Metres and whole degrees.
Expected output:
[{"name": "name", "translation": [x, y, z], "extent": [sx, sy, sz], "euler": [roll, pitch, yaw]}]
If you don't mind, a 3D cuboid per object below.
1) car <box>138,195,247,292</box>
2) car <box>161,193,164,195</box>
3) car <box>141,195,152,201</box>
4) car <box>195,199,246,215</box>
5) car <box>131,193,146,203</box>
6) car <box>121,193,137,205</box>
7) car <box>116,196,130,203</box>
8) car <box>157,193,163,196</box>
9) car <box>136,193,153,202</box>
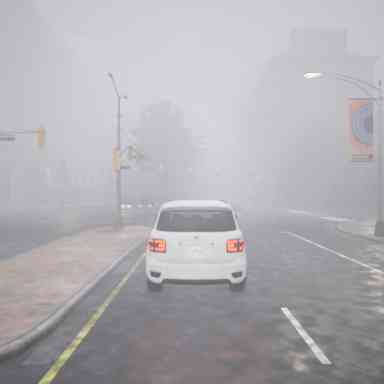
[{"name": "car", "translation": [0.108, 1.220, 9.101], "extent": [2.150, 2.045, 5.566], "euler": [0, 0, 1]}, {"name": "car", "translation": [-7.663, 1.209, 82.891], "extent": [2.150, 2.045, 5.566], "euler": [0, 0, 0]}, {"name": "car", "translation": [-11.166, 1.509, 82.186], "extent": [2.128, 1.511, 4.902], "euler": [0, 0, 0]}, {"name": "car", "translation": [2.974, 1.485, 34.692], "extent": [4.902, 1.511, 2.128], "euler": [0, 0, 25]}, {"name": "car", "translation": [-11.215, 1.212, 70.355], "extent": [2.150, 2.045, 5.566], "euler": [0, 0, 0]}, {"name": "car", "translation": [-11.326, 1.480, 59.772], "extent": [2.128, 1.511, 4.902], "euler": [0, 0, 1]}, {"name": "car", "translation": [-14.466, 1.581, 69.824], "extent": [1.895, 1.301, 4.718], "euler": [0, 0, 0]}, {"name": "car", "translation": [-7.720, 1.511, 68.983], "extent": [1.812, 1.442, 4.674], "euler": [0, 0, 0]}, {"name": "car", "translation": [-7.845, 1.341, 57.989], "extent": [2.097, 1.767, 4.553], "euler": [0, 0, 0]}]
